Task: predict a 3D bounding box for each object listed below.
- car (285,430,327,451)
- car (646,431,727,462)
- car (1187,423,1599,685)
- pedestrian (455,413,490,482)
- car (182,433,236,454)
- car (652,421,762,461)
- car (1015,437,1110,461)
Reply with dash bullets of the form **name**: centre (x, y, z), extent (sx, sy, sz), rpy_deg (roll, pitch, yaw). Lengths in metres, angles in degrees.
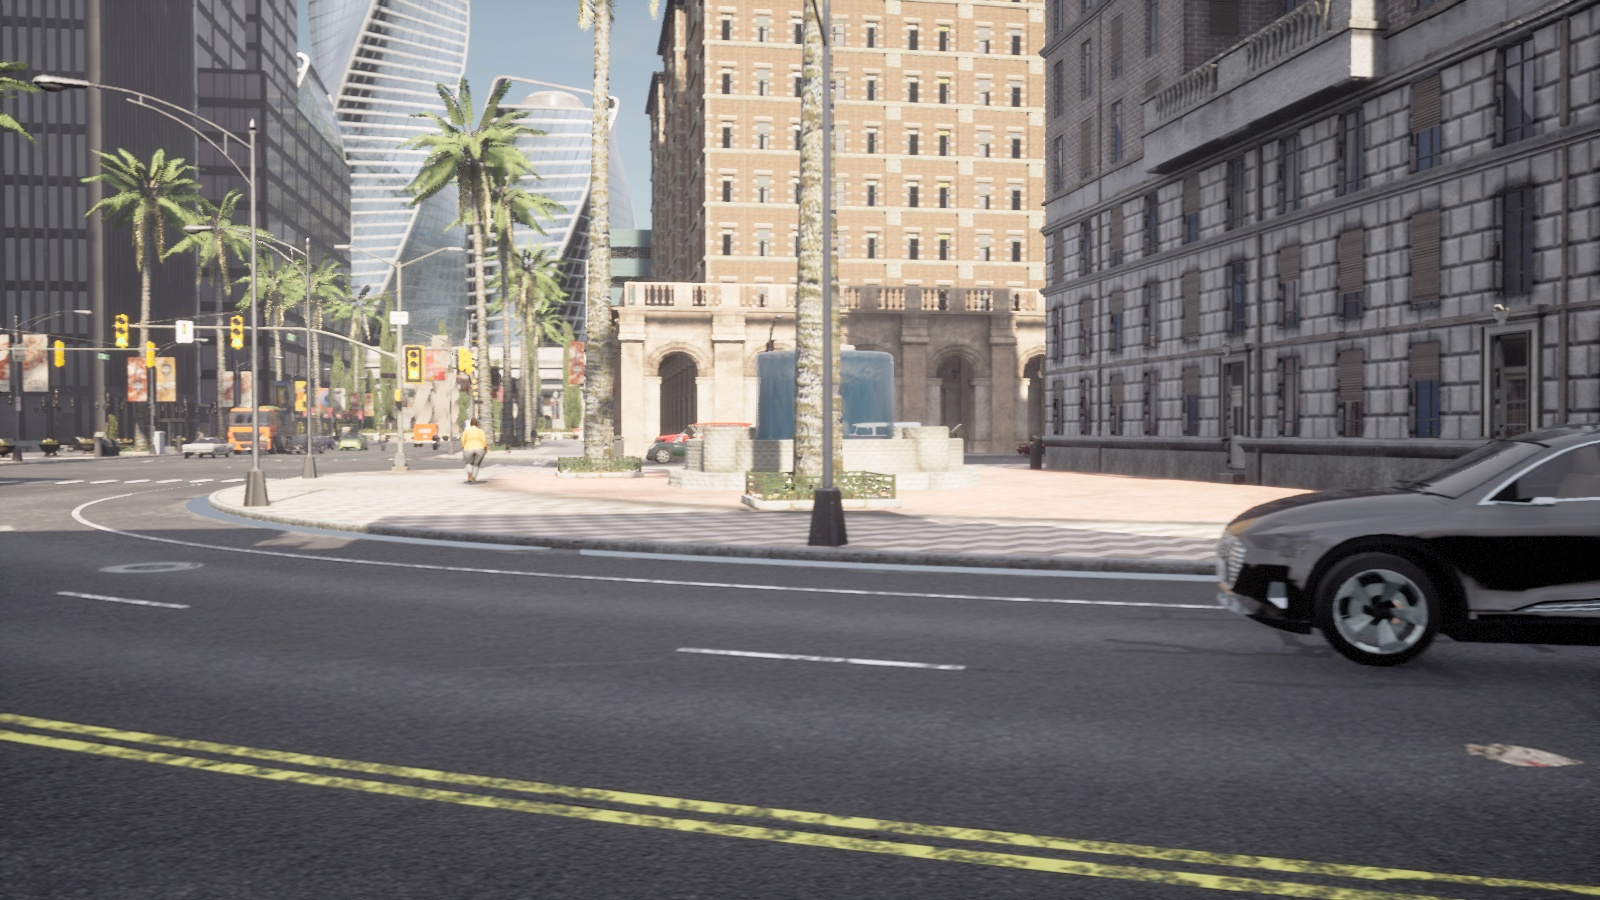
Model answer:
- **car**: centre (-35.737, -0.691, 90.987), extent (1.837, 1.490, 4.892), rpy_deg (0, 1, -9)
- **car**: centre (-5.626, -0.169, 61.985), extent (3.806, 1.475, 1.970), rpy_deg (0, 1, -9)
- **car**: centre (5.364, 0.644, 8.883), extent (4.856, 1.649, 2.033), rpy_deg (0, 1, 13)
- **pedestrian**: centre (-8.967, -0.074, 34.442), extent (0.874, 1.855, 0.900), rpy_deg (0, 1, -10)
- **car**: centre (-37.439, -0.430, 79.631), extent (1.895, 1.301, 4.718), rpy_deg (0, 1, -9)
- **car**: centre (-4.880, -0.468, 65.660), extent (5.566, 2.045, 2.150), rpy_deg (0, 1, -9)
- **car**: centre (14.391, -0.057, 68.861), extent (4.718, 1.301, 1.895), rpy_deg (0, 1, -9)
